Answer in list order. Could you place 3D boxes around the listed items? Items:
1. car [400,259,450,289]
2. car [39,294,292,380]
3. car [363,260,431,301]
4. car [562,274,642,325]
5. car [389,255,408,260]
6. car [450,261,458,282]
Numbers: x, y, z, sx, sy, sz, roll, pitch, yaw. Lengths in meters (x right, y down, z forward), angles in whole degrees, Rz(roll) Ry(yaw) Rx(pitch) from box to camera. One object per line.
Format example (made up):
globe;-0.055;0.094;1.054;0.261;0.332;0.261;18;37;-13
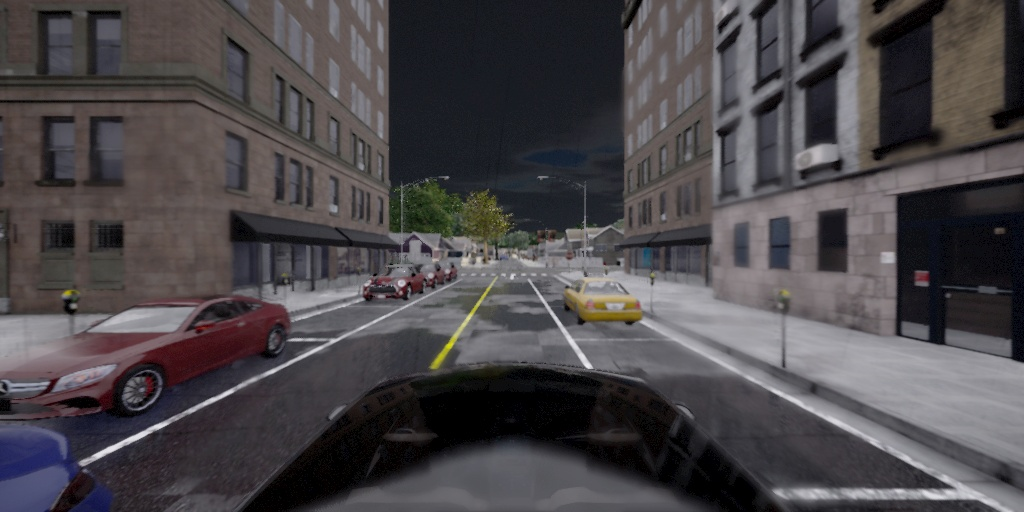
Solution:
car;-5.394;1.132;22.371;1.967;1.591;4.097;0;0;0
car;-5.398;1.320;5.860;1.802;1.307;4.207;0;0;0
car;-5.395;1.147;16.868;1.967;1.591;4.097;0;0;0
car;2.651;1.249;11.536;1.751;1.417;4.829;0;0;0
car;-13.335;0.854;41.692;5.566;2.045;2.150;0;0;0
car;-5.392;1.117;27.875;1.967;1.591;4.097;0;0;0
